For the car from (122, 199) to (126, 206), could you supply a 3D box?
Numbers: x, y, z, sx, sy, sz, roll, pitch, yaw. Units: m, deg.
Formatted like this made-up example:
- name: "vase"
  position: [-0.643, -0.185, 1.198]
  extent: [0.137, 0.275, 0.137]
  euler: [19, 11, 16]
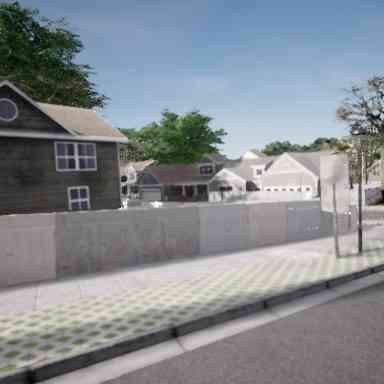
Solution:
- name: "car"
  position: [-10.954, 1.255, 45.606]
  extent: [1.882, 1.535, 5.008]
  euler: [-6, 4, -42]
